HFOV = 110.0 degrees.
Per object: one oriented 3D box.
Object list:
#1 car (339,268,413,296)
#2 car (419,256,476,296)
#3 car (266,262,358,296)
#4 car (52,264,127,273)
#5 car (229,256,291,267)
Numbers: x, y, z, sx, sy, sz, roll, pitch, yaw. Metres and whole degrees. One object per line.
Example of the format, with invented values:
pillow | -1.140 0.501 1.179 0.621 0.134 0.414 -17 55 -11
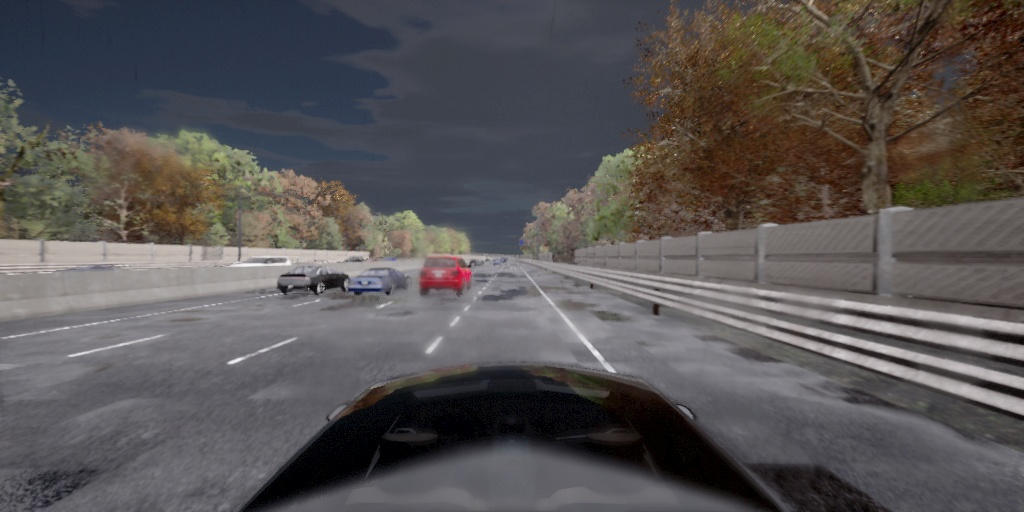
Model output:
car | -7.007 1.338 19.565 2.033 1.411 5.357 0 0 0
car | -3.506 1.026 19.770 2.150 2.045 5.566 0 0 0
car | -10.514 1.271 19.447 2.128 1.511 4.902 0 0 0
car | -31.564 1.300 26.924 1.994 1.385 4.181 0 0 0
car | -21.052 1.006 30.327 2.150 2.045 5.566 0 0 1
